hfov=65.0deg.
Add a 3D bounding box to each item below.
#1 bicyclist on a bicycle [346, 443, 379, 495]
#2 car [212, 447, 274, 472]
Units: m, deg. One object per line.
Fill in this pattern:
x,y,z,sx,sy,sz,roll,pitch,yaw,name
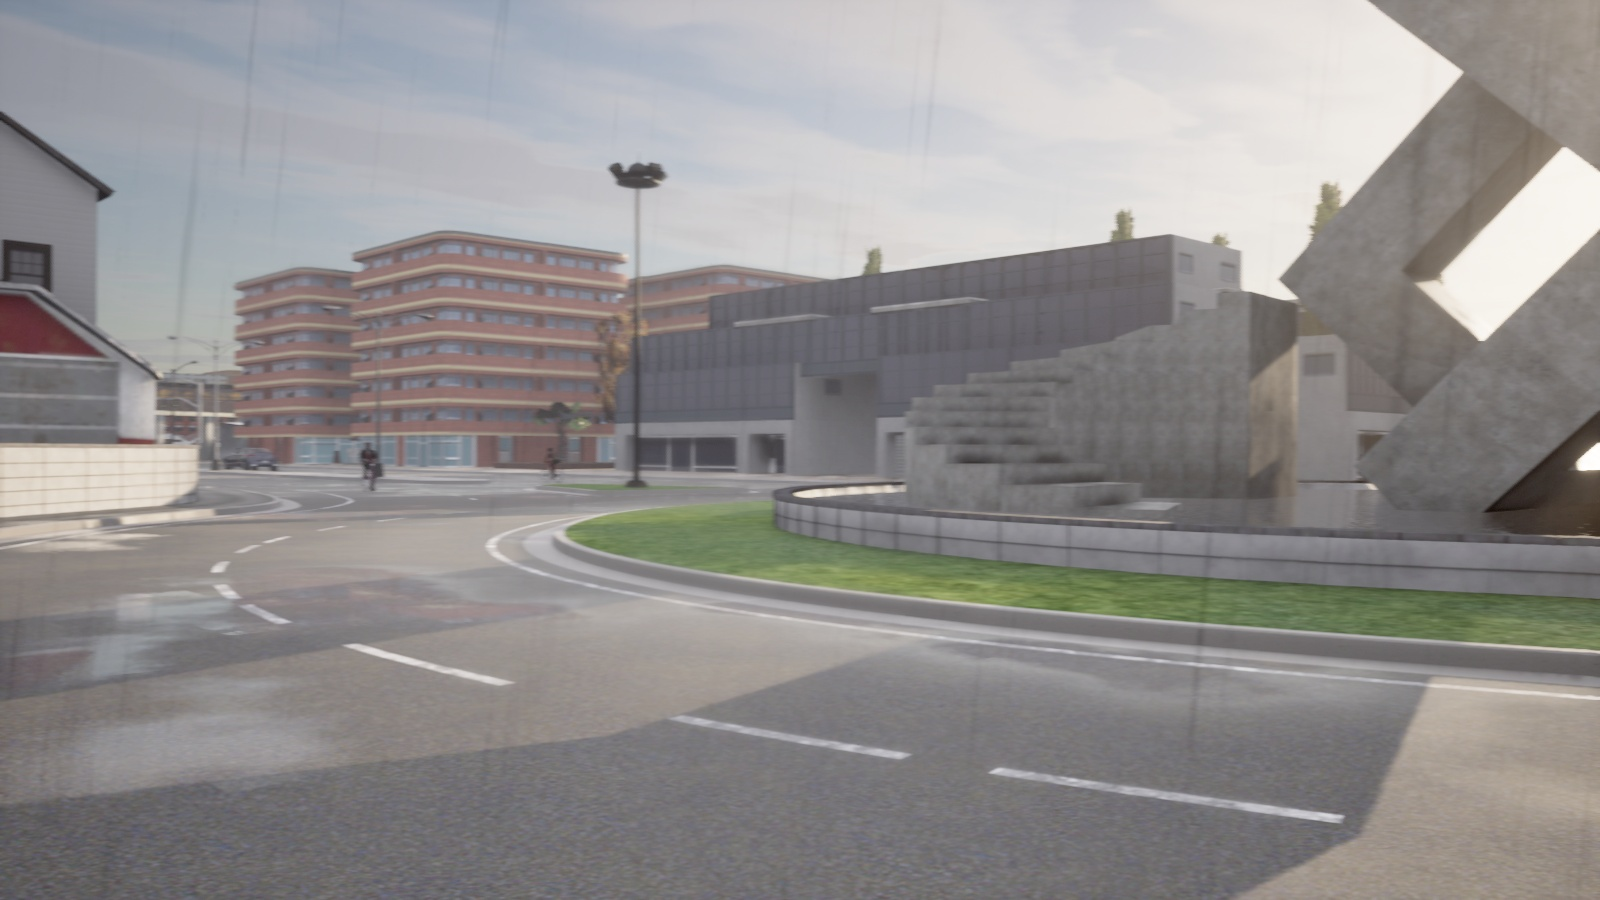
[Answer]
-15.230,0.659,43.680,0.659,1.776,1.843,0,0,-33,bicyclist on a bicycle
-37.236,0.603,83.881,2.152,1.651,5.027,0,0,-44,car
